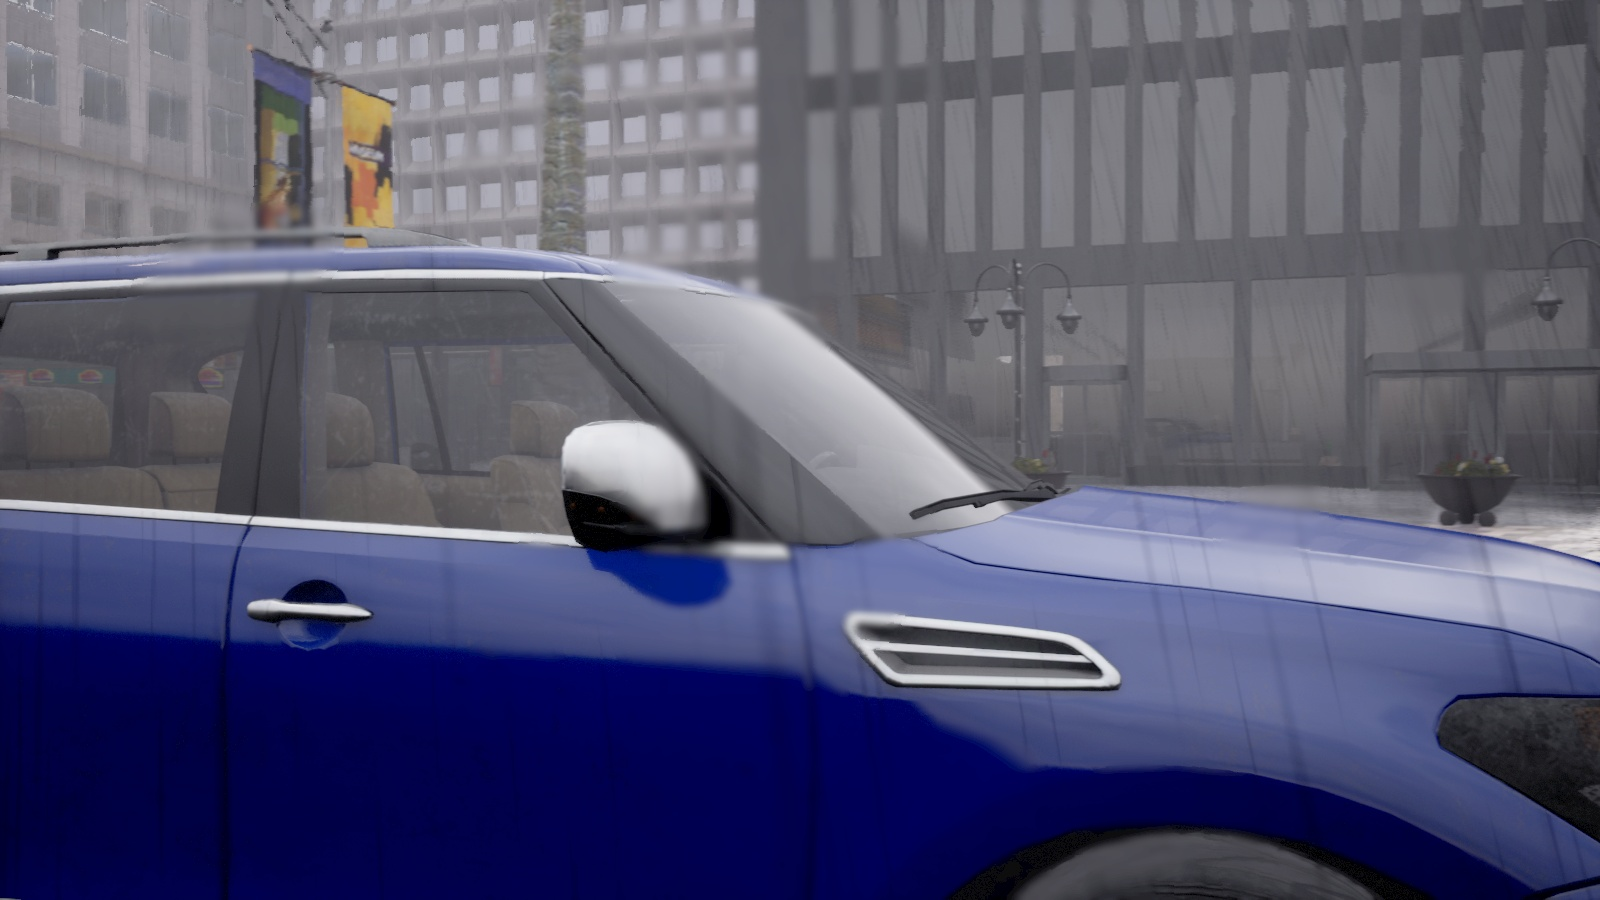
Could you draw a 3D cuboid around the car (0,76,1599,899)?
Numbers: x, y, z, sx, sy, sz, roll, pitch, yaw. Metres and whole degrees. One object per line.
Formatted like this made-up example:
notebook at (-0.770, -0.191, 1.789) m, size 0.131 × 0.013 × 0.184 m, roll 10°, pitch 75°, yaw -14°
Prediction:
car at (-0.738, 0.488, 3.437) m, size 5.566 × 2.045 × 2.150 m, roll 1°, pitch 1°, yaw 19°
